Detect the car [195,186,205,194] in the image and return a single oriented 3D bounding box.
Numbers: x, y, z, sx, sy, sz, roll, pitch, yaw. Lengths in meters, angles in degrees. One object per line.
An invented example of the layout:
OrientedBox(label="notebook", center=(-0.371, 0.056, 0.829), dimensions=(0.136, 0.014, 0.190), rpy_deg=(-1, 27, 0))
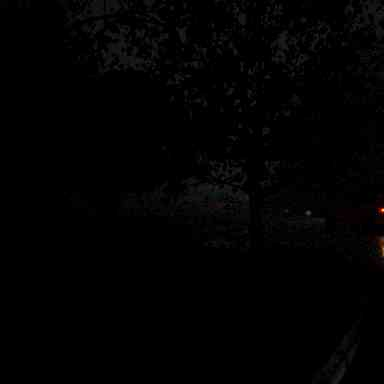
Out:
OrientedBox(label="car", center=(0.311, -0.234, 72.755), dimensions=(1.946, 1.575, 5.366), rpy_deg=(0, 3, 23))

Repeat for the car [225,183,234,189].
OrientedBox(label="car", center=(9.217, -1.541, 93.245), dimensions=(2.163, 1.488, 4.792), rpy_deg=(0, 3, 24))

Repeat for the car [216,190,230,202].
OrientedBox(label="car", center=(5.329, 0.796, 53.352), dimensions=(1.837, 1.490, 4.892), rpy_deg=(0, 3, 17))

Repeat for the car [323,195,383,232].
OrientedBox(label="car", center=(10.464, 1.211, 20.375), dimensions=(2.150, 2.045, 5.566), rpy_deg=(0, -1, -14))

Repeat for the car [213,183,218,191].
OrientedBox(label="car", center=(4.818, -1.160, 83.116), dimensions=(2.435, 2.045, 5.566), rpy_deg=(0, 3, 23))

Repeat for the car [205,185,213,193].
OrientedBox(label="car", center=(2.509, -0.565, 77.813), dimensions=(1.946, 1.575, 5.366), rpy_deg=(0, 3, 24))

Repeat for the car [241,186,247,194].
OrientedBox(label="car", center=(11.534, -0.189, 68.995), dimensions=(1.812, 1.442, 4.674), rpy_deg=(0, 4, 23))

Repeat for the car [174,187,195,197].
OrientedBox(label="car", center=(-1.897, 0.099, 67.704), dimensions=(1.946, 1.575, 5.366), rpy_deg=(0, 3, 24))

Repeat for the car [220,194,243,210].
OrientedBox(label="car", center=(5.114, 1.411, 40.635), dimensions=(2.033, 1.411, 5.357), rpy_deg=(0, 2, 14))

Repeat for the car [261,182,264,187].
OrientedBox(label="car", center=(17.275, -1.112, 82.375), dimensions=(1.882, 1.535, 5.008), rpy_deg=(0, 3, 24))
